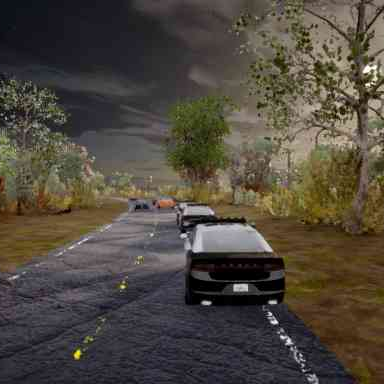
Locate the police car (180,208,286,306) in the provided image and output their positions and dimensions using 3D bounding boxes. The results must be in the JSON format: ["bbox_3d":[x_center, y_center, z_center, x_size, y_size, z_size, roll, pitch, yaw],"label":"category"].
[{"bbox_3d":[0.745,1.425,8.244,1.930,1.638,5.238,0,0,-2],"label":"police car"}]

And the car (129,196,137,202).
[{"bbox_3d":[-13.135,1.594,75.267,1.895,1.301,4.718,0,0,-15],"label":"car"}]

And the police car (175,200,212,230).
[{"bbox_3d":[0.241,1.424,18.310,1.930,1.638,5.238,0,0,-4],"label":"police car"}]

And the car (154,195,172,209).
[{"bbox_3d":[-3.686,1.348,45.655,2.097,1.767,4.553,0,0,-9],"label":"car"}]

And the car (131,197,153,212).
[{"bbox_3d":[-5.977,1.598,39.820,1.895,1.301,4.718,0,0,-8],"label":"car"}]

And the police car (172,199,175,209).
[{"bbox_3d":[-0.221,1.423,24.340,1.930,1.638,5.238,0,0,-5],"label":"police car"}]
